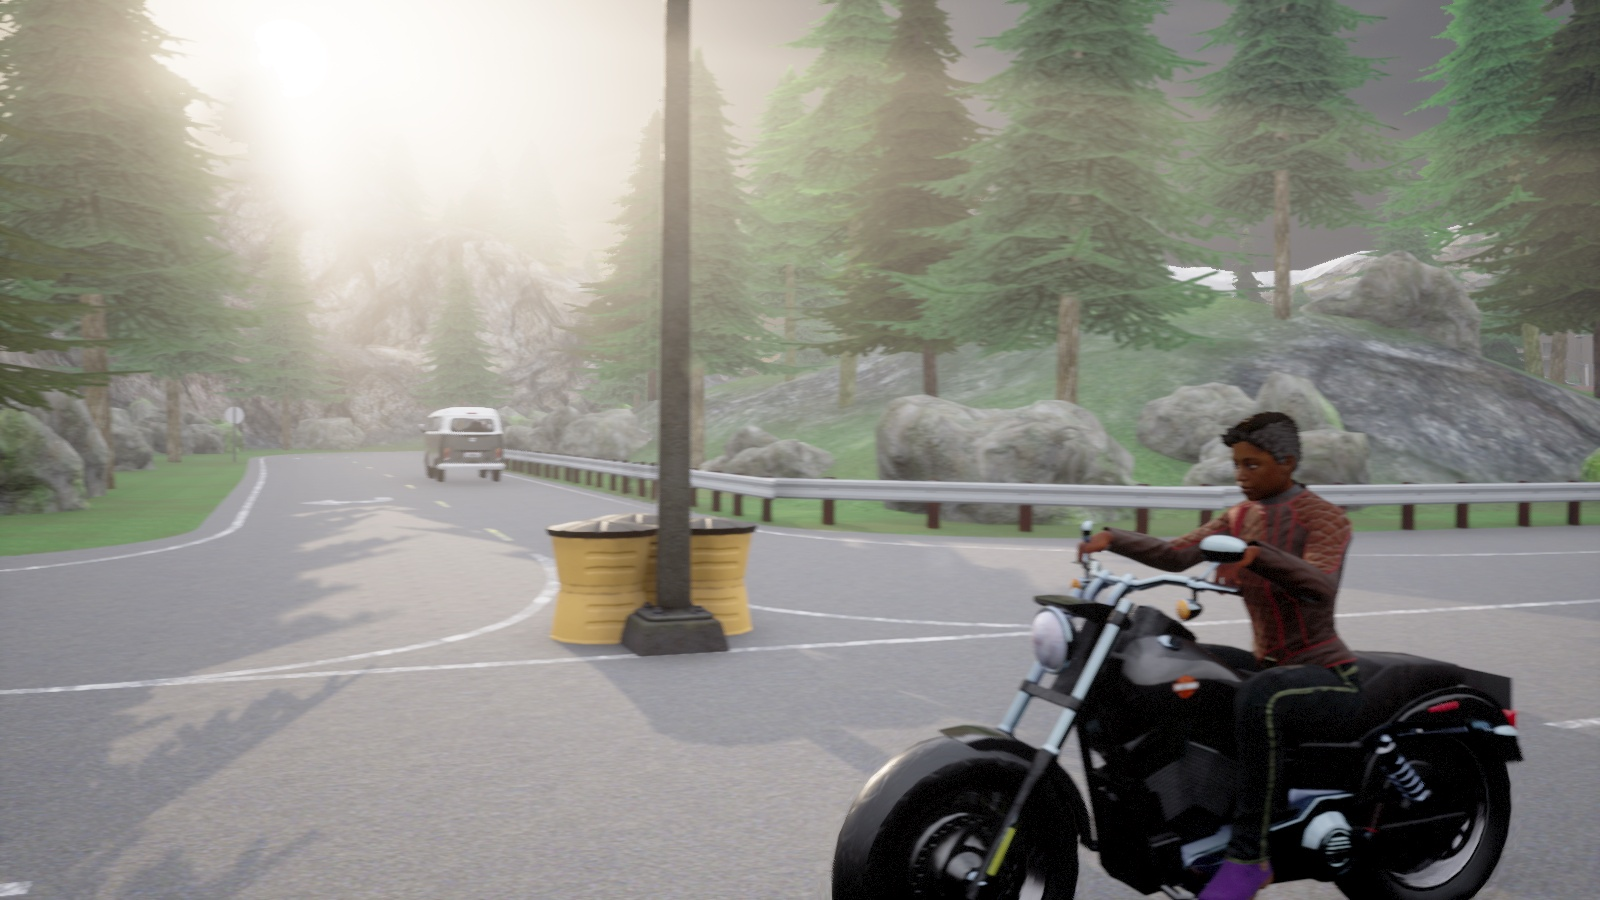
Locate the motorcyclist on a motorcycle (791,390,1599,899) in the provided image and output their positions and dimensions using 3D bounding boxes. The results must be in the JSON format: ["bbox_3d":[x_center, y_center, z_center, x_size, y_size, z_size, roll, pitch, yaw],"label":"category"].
[{"bbox_3d":[1.223,0.667,3.703,2.350,1.649,0.766,-1,1,-21],"label":"motorcyclist on a motorcycle"}]

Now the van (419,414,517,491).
[{"bbox_3d":[-9.476,0.029,35.590,2.069,2.038,4.480,-1,1,-22],"label":"van"}]
